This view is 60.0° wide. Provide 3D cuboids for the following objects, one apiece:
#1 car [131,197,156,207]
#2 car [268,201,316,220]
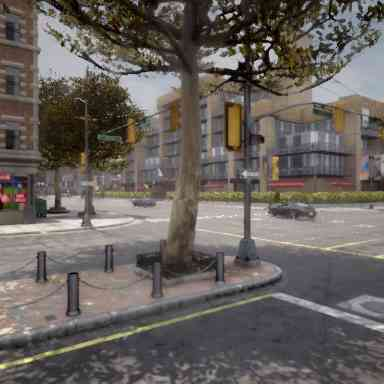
[{"bbox_3d":[-7.432,1.536,50.938,2.033,1.411,5.357,0,0,-36],"label":"car"},{"bbox_3d":[8.367,1.515,27.970,1.812,1.442,4.674,0,0,-23],"label":"car"}]
